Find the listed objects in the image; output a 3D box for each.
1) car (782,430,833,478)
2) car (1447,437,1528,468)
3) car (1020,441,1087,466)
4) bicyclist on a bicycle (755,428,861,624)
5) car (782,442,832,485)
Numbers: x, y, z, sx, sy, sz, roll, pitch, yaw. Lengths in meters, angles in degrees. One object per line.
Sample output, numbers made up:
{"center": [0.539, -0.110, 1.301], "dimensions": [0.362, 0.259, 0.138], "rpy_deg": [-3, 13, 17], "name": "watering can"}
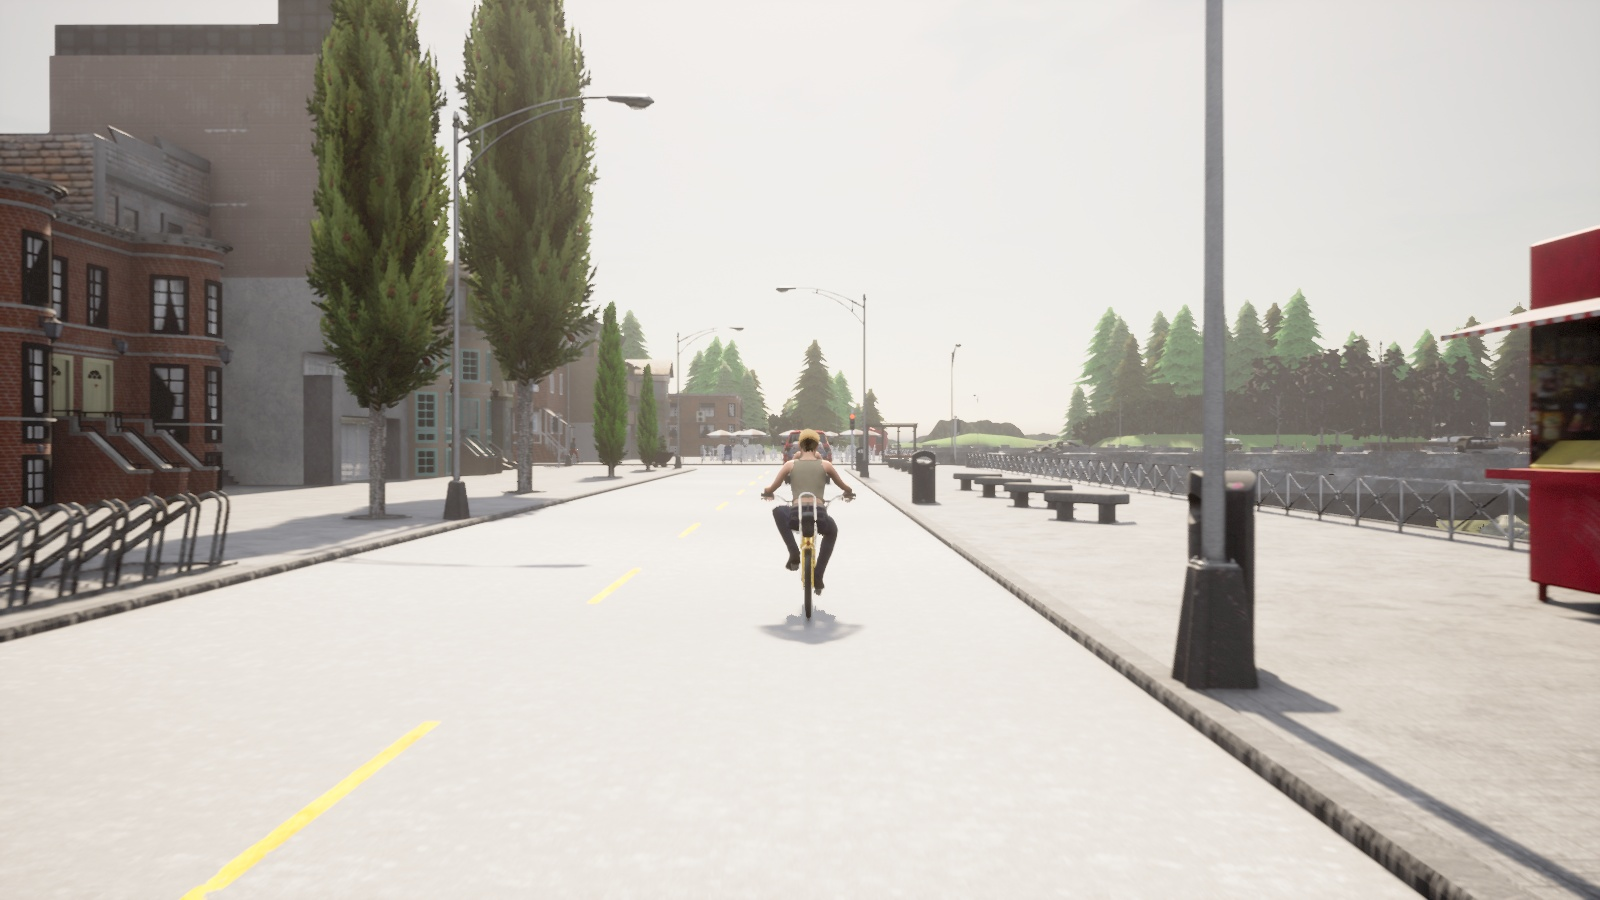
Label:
{"center": [0.329, 0.149, 56.223], "dimensions": [2.150, 2.045, 5.566], "rpy_deg": [0, 0, 0], "name": "car"}
{"center": [41.994, 0.144, 76.743], "dimensions": [3.866, 1.878, 1.905], "rpy_deg": [0, 0, 0], "name": "car"}
{"center": [16.298, 0.202, 80.871], "dimensions": [3.988, 1.617, 1.851], "rpy_deg": [0, 0, 1], "name": "car"}
{"center": [0.072, 0.621, 11.059], "dimensions": [0.866, 1.612, 1.509], "rpy_deg": [0, 0, 1], "name": "bicyclist on a bicycle"}
{"center": [0.273, 0.462, 46.660], "dimensions": [1.789, 1.549, 3.705], "rpy_deg": [0, 0, 0], "name": "car"}
